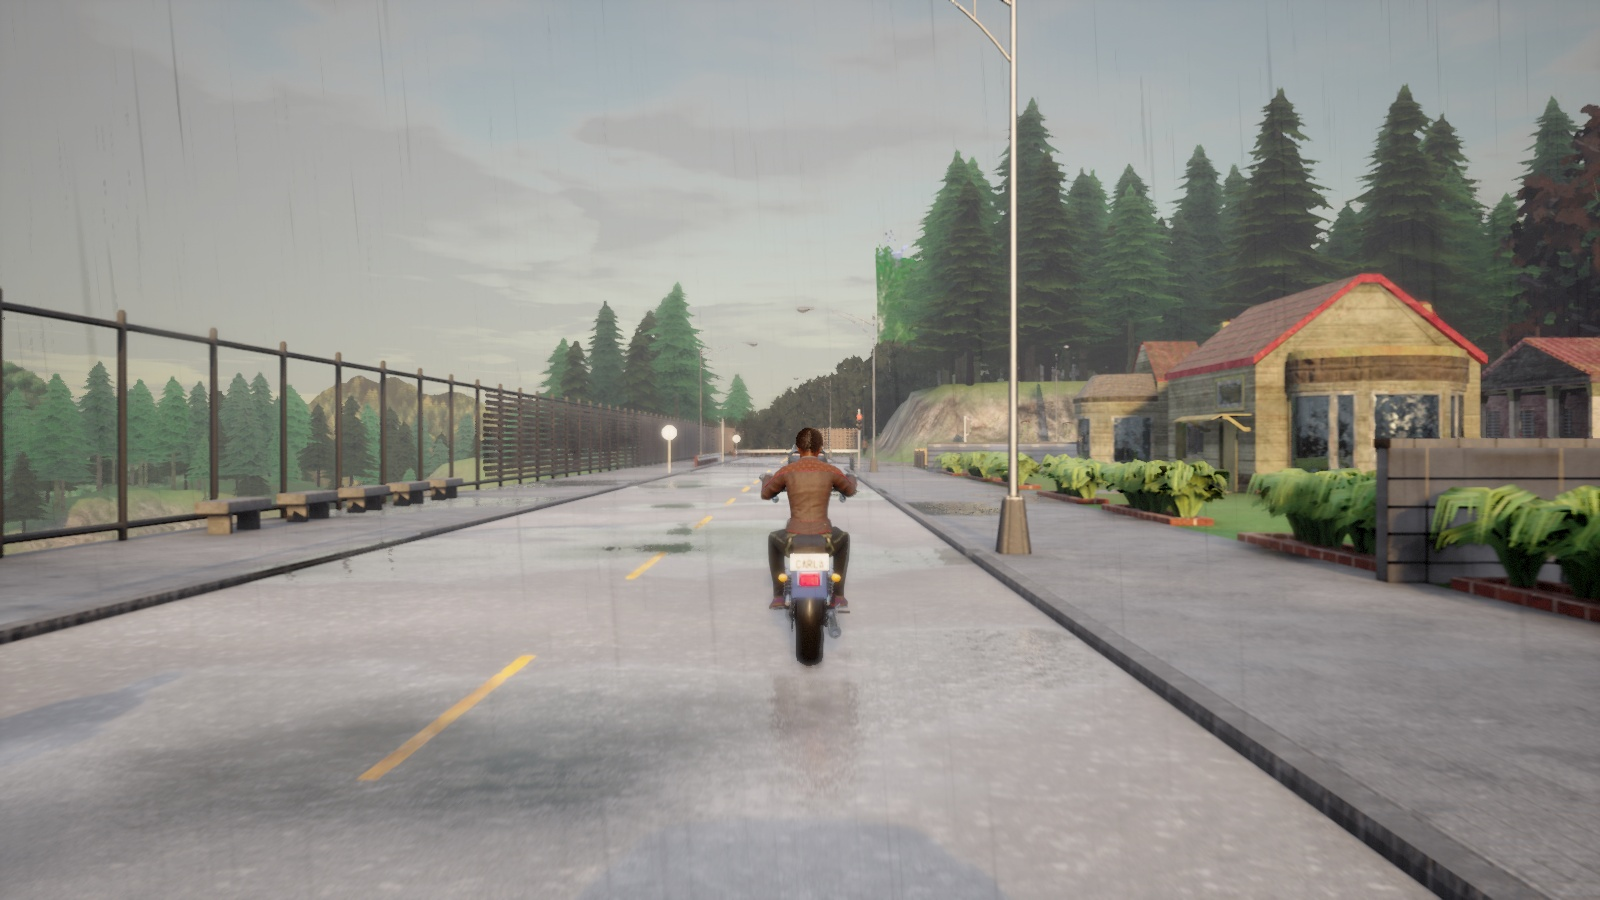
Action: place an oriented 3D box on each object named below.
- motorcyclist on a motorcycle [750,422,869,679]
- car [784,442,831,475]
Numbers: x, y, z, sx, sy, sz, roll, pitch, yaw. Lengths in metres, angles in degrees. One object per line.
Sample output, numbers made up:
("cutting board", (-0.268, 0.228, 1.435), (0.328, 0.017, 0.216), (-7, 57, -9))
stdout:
("motorcyclist on a motorcycle", (0.068, 0.645, 9.240), (0.766, 1.649, 2.350), (0, 0, 0))
("car", (0.362, 0.370, 59.032), (2.128, 1.511, 4.902), (0, 0, 0))
